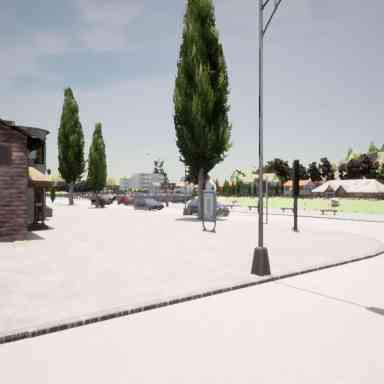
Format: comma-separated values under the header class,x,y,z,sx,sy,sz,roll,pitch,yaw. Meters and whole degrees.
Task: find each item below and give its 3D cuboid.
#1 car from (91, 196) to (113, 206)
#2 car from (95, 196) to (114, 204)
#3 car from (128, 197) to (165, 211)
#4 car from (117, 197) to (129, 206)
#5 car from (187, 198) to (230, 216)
class,x,y,z,sx,sy,sz,roll,pitch,yaw
car,-15.003,1.505,54.413,1.882,1.535,5.008,0,0,-36
car,-16.894,1.478,64.074,1.882,1.535,5.008,0,0,-36
car,-5.434,1.547,40.917,2.033,1.411,5.357,0,0,-36
car,-10.939,1.526,55.782,1.812,1.442,4.674,0,0,-36
car,1.482,1.352,31.287,2.097,1.767,4.553,0,0,-36
